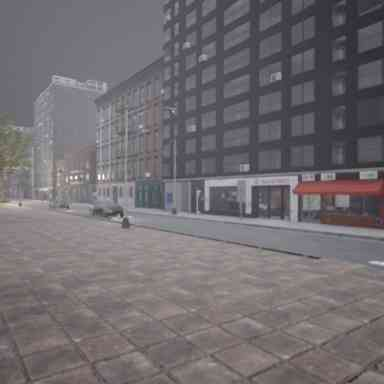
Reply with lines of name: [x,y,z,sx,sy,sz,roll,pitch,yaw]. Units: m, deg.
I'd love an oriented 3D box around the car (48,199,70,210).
car: [-17.704,1.622,44.198,1.994,1.385,4.181,0,0,-36]

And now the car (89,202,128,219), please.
car: [-7.702,1.577,30.142,2.033,1.411,5.357,0,0,-36]
